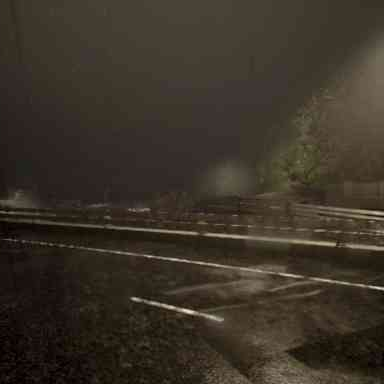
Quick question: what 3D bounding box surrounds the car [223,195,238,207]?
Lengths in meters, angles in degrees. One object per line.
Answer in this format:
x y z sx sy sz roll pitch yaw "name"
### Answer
6.822 1.680 59.340 2.150 2.045 5.566 0 -3 -3 "car"
